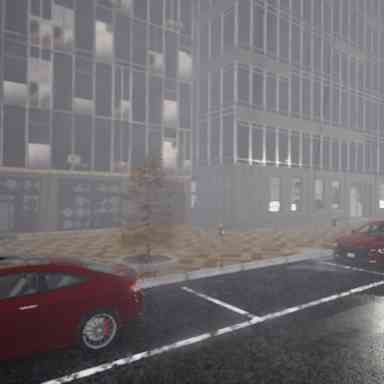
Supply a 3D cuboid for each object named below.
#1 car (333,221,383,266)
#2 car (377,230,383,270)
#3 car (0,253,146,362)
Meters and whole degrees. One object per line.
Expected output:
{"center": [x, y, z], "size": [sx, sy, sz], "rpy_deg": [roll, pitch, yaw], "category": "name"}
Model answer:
{"center": [6.581, 1.662, 11.242], "size": [4.507, 1.381, 1.887], "rpy_deg": [1, 0, -35], "category": "car"}
{"center": [6.606, 1.663, 8.083], "size": [4.181, 1.385, 1.994], "rpy_deg": [1, 0, -35], "category": "car"}
{"center": [-2.692, 1.585, 4.637], "size": [4.206, 1.307, 1.802], "rpy_deg": [1, 0, -35], "category": "car"}
